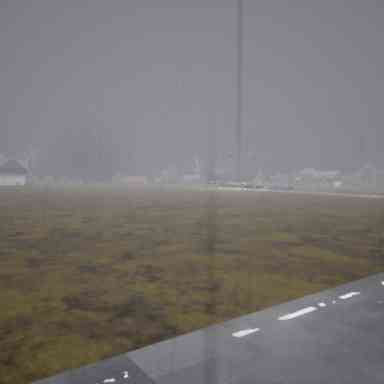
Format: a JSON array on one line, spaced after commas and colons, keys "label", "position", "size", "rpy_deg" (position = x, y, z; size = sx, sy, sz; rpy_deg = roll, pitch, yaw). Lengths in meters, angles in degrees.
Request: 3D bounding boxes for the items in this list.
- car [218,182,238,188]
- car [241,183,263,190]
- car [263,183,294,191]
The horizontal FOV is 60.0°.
[{"label": "car", "position": [8.118, -1.669, 75.339], "size": [2.033, 1.411, 5.357], "rpy_deg": [0, 2, -35]}, {"label": "car", "position": [11.773, -1.112, 65.311], "size": [1.895, 1.301, 4.718], "rpy_deg": [0, 3, -35]}, {"label": "car", "position": [16.750, -0.934, 63.033], "size": [2.033, 1.411, 5.357], "rpy_deg": [0, 3, -35]}]
